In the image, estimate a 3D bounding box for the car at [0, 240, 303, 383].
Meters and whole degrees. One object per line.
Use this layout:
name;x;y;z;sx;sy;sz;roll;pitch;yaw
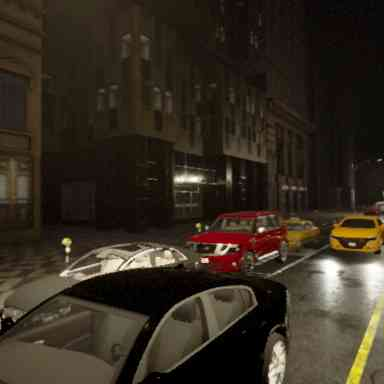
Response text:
car;-0.595;1.584;3.187;1.882;1.535;5.008;-2;-2;34

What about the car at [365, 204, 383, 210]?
car;23.921;2.565;43.832;1.802;1.307;4.206;-2;-2;34

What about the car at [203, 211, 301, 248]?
car;1.753;1.625;11.359;2.192;1.841;5.009;-2;-2;34

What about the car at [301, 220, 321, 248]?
car;4.826;1.926;15.853;1.752;1.417;4.829;-2;-2;34

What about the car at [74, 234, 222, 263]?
car;-1.411;1.766;6.712;2.008;1.369;4.403;-2;-2;34

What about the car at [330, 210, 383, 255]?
car;7.710;1.826;15.182;1.882;1.535;5.008;-2;-2;34
